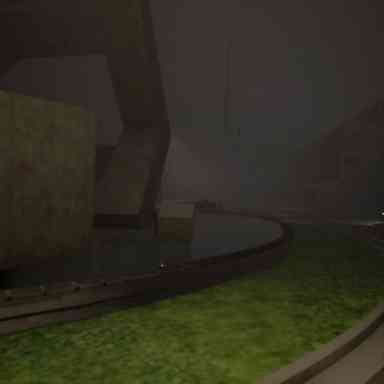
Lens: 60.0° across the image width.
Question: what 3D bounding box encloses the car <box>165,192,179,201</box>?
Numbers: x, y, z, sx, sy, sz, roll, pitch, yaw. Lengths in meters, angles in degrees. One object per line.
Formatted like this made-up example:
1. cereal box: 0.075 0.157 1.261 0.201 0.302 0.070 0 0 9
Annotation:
1. car: -4.731 1.016 72.146 2.097 1.767 4.553 0 0 7

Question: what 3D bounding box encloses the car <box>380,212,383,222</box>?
1. car: 14.356 1.467 20.820 1.812 1.442 4.674 -1 1 -34

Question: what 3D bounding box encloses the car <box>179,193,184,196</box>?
1. car: -2.988 1.098 86.881 1.837 1.490 4.892 0 0 7

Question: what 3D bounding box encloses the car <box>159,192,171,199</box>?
1. car: -6.779 0.954 84.622 2.097 1.767 4.553 0 0 7

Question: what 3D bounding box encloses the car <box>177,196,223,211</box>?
1. car: 1.065 1.431 37.881 4.718 1.301 1.895 0 0 28

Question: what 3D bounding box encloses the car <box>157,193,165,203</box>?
1. car: -6.640 1.284 57.809 1.994 1.385 4.181 0 0 11
